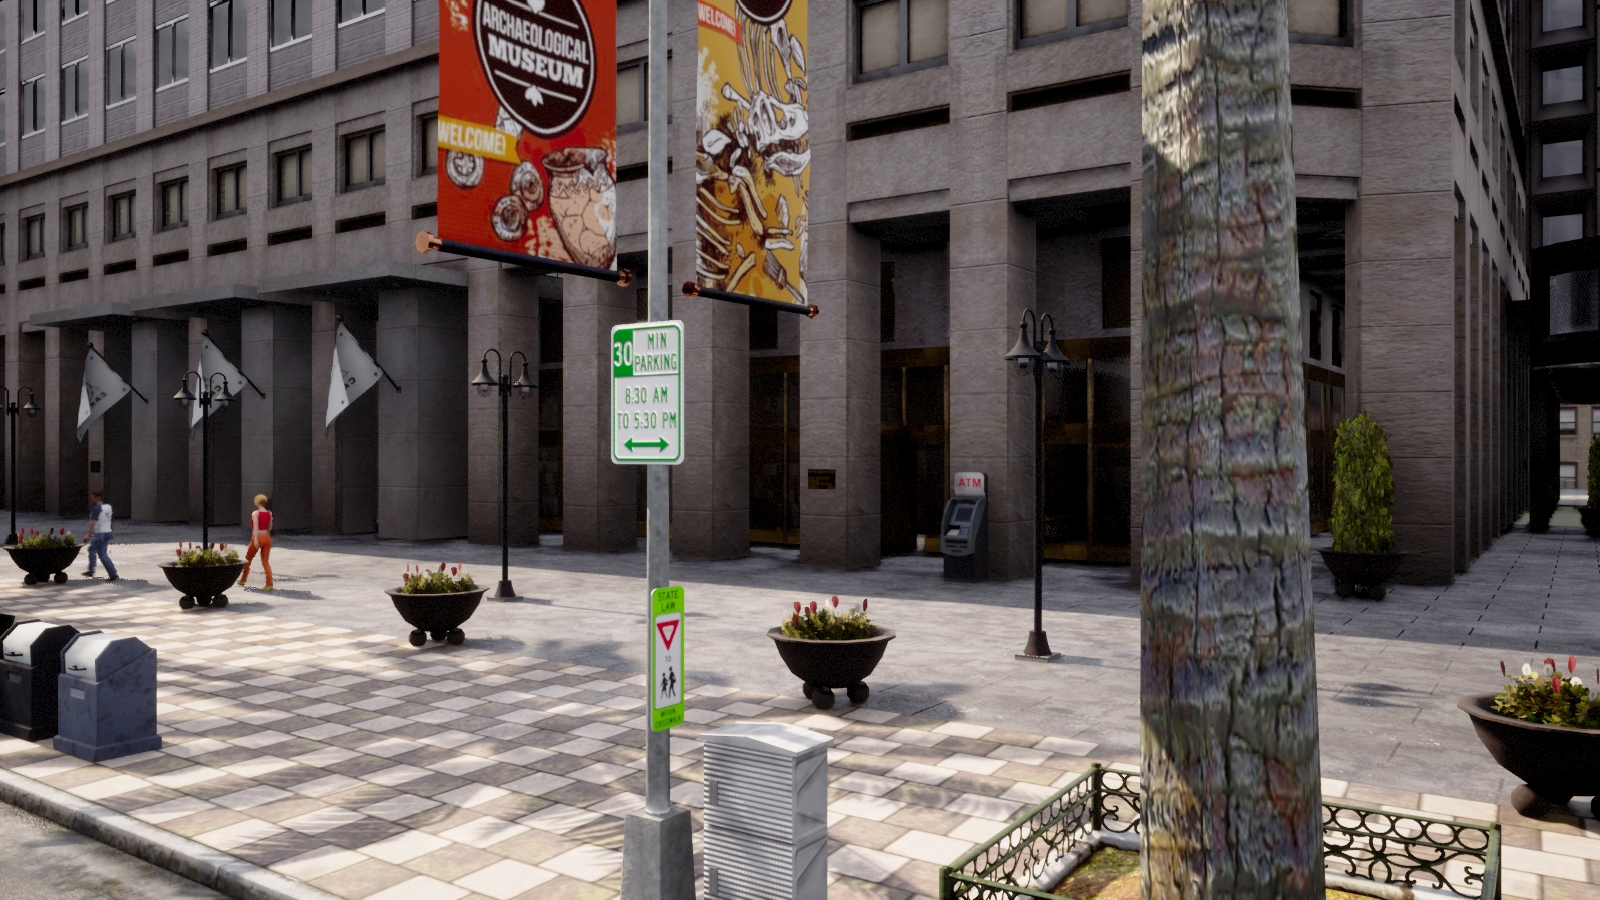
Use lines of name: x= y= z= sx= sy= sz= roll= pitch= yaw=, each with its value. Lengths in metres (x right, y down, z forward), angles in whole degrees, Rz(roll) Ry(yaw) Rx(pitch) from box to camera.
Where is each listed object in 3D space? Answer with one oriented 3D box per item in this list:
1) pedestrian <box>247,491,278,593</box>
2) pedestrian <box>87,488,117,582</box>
pedestrian: x=-10.019 y=1.704 z=21.282 sx=0.375 sy=1.860 sz=0.375 roll=0 pitch=0 yaw=30
pedestrian: x=-14.033 y=1.701 z=22.972 sx=0.375 sy=1.860 sz=0.375 roll=0 pitch=0 yaw=-1
